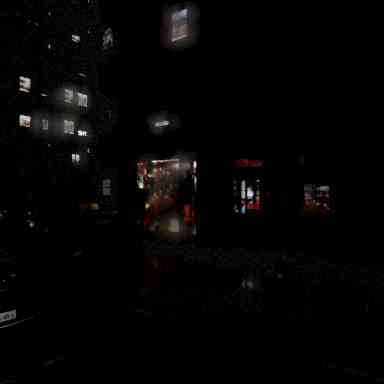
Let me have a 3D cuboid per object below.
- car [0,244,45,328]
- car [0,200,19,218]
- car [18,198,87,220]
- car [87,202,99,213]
[{"bbox_3d":[-4.430,1.551,6.047,4.403,1.369,2.008,0,0,36],"label":"car"},{"bbox_3d":[-13.963,1.350,26.072,2.008,1.369,4.403,1,1,35],"label":"car"},{"bbox_3d":[-10.811,1.338,26.077,1.994,1.385,4.181,0,1,35],"label":"car"},{"bbox_3d":[-10.867,1.250,30.492,1.752,1.417,4.829,1,1,35],"label":"car"}]
